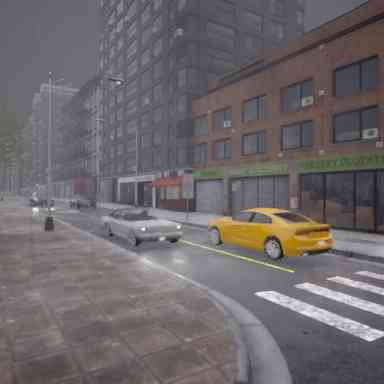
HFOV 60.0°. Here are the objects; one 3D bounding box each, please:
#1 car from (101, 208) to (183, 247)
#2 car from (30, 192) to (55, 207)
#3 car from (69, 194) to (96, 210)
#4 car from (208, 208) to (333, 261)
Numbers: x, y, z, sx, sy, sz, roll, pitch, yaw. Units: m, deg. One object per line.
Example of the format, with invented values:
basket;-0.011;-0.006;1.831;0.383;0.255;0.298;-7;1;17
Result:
car;-2.251;1.362;13.982;1.895;1.301;4.718;0;1;-32
car;-16.752;0.756;37.127;2.097;1.767;4.553;0;0;-32
car;-11.092;0.972;33.578;2.128;1.511;4.902;0;0;-32
car;2.519;1.324;11.938;1.882;1.535;5.008;0;1;-32
